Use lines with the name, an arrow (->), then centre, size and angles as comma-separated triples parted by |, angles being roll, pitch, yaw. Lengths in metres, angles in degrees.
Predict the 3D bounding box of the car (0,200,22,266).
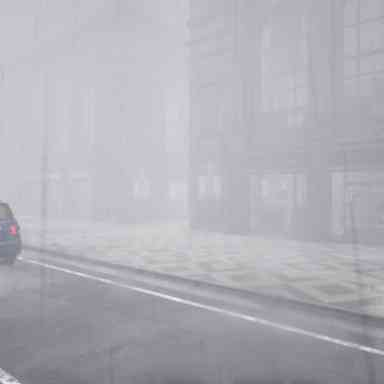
car -> -7.537, 1.252, 10.558 | 5.566, 2.045, 2.150 | 0, 0, 38
